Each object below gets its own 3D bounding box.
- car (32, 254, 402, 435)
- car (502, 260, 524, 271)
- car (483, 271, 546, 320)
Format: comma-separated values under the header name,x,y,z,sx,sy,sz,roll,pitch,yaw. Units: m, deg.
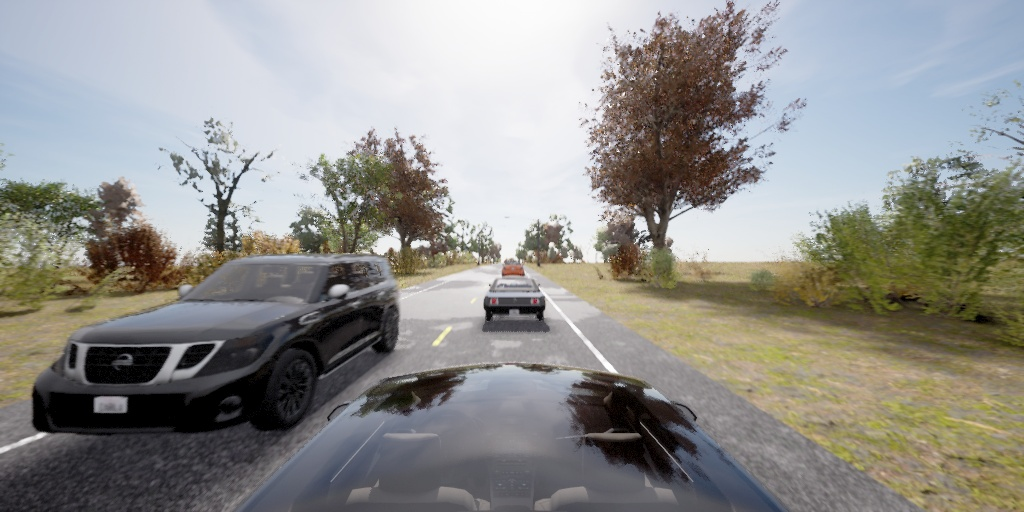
name,x,y,z,sx,sy,sz,roll,pitch,yaw
car,-3.582,0.977,5.973,2.150,2.045,5.566,0,0,0
car,0.102,1.200,35.159,2.097,1.767,4.553,0,0,0
car,0.086,1.373,12.790,1.895,1.301,4.718,0,0,0
